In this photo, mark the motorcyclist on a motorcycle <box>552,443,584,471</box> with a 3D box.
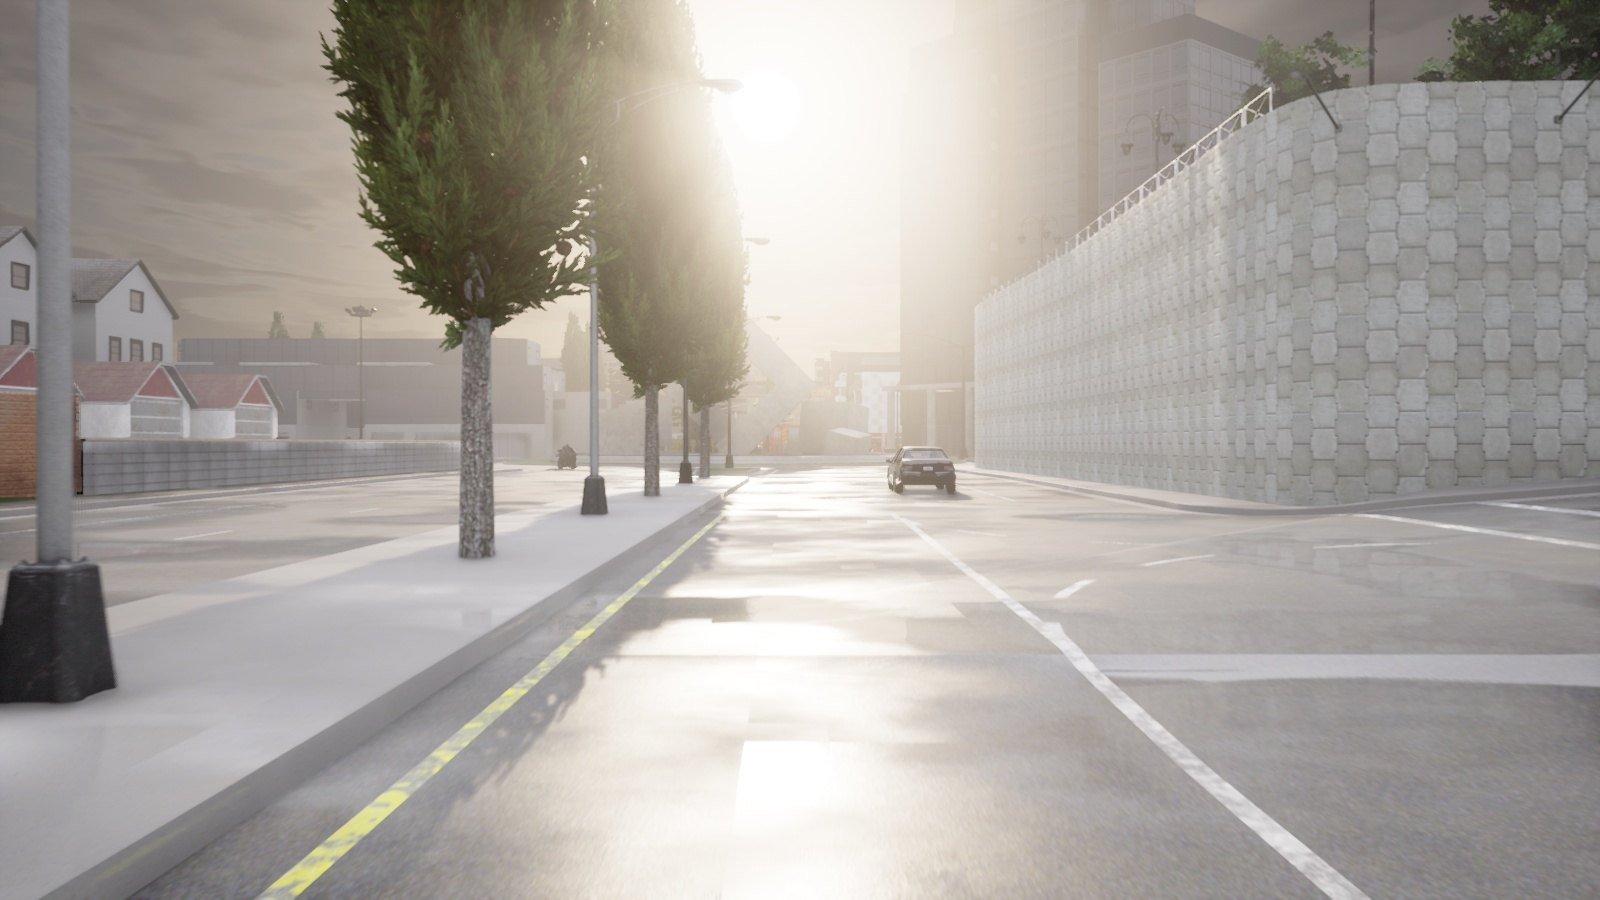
[{"bbox_3d":[-13.160,0.370,71.125,0.866,1.530,2.191,-1,1,-36],"label":"motorcyclist on a motorcycle"}]

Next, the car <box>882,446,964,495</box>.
[{"bbox_3d":[3.737,0.577,39.009,2.033,1.411,5.357,0,0,0],"label":"car"}]
